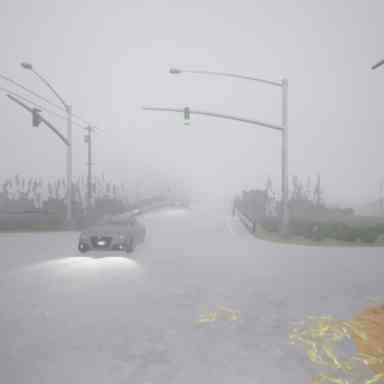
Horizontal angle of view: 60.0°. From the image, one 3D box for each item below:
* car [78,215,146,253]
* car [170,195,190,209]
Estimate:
[{"bbox_3d":[-3.184,1.661,13.914,1.994,1.385,4.181,0,0,2],"label":"car"},{"bbox_3d":[-1.303,1.072,38.191,2.128,1.511,4.902,0,1,6],"label":"car"}]
